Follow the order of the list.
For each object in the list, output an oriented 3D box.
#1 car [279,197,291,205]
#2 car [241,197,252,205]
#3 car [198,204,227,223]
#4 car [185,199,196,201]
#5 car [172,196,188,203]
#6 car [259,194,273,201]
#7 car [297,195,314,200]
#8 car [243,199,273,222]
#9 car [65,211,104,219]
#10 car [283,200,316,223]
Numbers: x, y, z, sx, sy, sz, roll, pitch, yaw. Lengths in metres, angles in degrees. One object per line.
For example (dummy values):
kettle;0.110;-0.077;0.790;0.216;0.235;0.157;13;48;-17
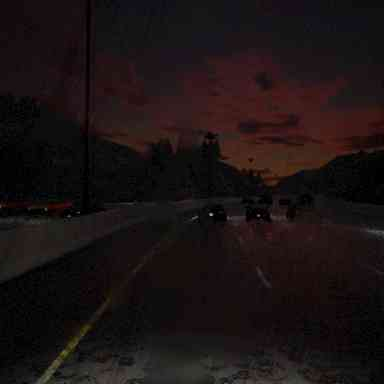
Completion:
car;17.827;1.728;63.434;1.882;1.535;5.008;0;0;20
car;10.762;1.662;64.363;1.837;1.490;4.892;0;-1;20
car;1.663;1.593;25.748;1.994;1.385;4.181;1;0;8
car;0.894;1.316;68.127;2.097;1.767;4.553;1;0;19
car;-2.419;1.496;69.262;1.895;1.301;4.718;1;0;19
car;14.271;1.424;64.219;2.150;2.045;5.566;0;0;21
car;16.771;1.454;49.183;2.150;2.045;5.566;0;0;17
car;5.384;1.604;27.444;1.812;1.442;4.674;0;0;9
car;-8.805;1.441;27.501;2.033;1.411;5.357;1;0;8
car;8.904;1.650;27.297;1.812;1.442;4.674;0;0;9
